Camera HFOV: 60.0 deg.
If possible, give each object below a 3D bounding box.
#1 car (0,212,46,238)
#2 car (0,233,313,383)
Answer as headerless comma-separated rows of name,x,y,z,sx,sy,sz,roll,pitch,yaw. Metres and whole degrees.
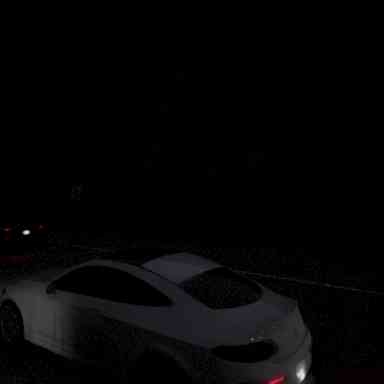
car,-8.031,1.527,14.016,4.181,1.385,1.994,0,0,36
car,-0.815,1.518,4.572,4.674,1.442,1.812,0,0,35
